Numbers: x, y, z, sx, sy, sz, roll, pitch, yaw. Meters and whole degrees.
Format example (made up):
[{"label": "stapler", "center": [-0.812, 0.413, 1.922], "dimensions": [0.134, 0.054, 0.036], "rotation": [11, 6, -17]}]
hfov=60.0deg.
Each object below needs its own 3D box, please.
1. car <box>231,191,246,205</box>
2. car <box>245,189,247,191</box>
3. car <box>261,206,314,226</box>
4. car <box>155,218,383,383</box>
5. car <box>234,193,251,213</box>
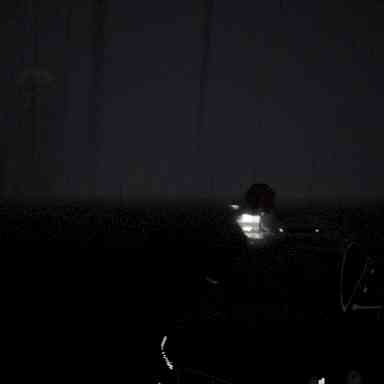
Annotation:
[{"label": "car", "center": [6.308, 1.003, 45.186], "dimensions": [2.033, 1.411, 5.357], "rotation": [1, 1, 4]}, {"label": "car", "center": [10.013, 0.579, 57.548], "dimensions": [2.150, 2.045, 5.566], "rotation": [1, 1, 4]}, {"label": "car", "center": [4.298, 1.359, 15.369], "dimensions": [2.033, 1.411, 5.357], "rotation": [1, 1, 4]}, {"label": "car", "center": [1.485, 1.450, 4.722], "dimensions": [1.837, 1.490, 4.892], "rotation": [0, 2, 34]}, {"label": "car", "center": [5.300, 1.119, 30.592], "dimensions": [2.128, 1.511, 4.902], "rotation": [1, 1, 4]}]
